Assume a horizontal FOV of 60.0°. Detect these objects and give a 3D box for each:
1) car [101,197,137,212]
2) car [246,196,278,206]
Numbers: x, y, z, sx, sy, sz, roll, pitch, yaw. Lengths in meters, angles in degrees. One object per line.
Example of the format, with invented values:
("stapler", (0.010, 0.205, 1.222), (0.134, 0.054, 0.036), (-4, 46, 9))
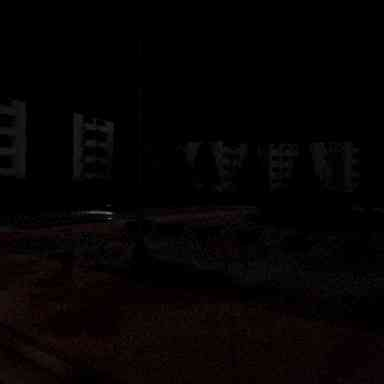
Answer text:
("car", (-7.601, 1.296, 36.252), (1.837, 1.490, 4.892), (0, 0, 40))
("car", (10.333, 1.323, 49.421), (5.008, 1.535, 1.882), (1, 0, -22))
